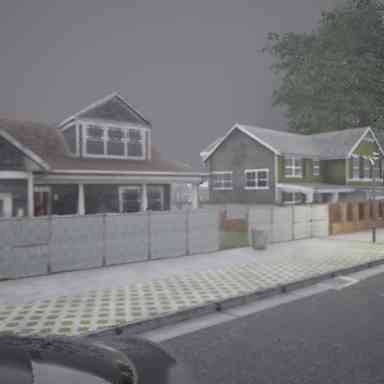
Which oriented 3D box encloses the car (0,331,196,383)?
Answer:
[{"bbox_3d":[-1.962,1.529,1.230,4.674,1.442,1.812,0,0,-36],"label":"car"}]
